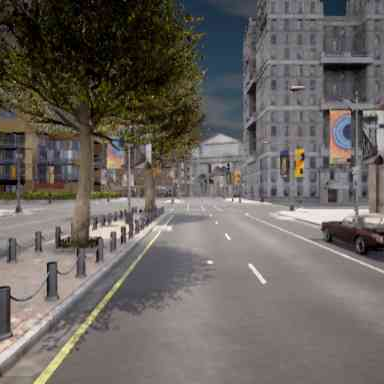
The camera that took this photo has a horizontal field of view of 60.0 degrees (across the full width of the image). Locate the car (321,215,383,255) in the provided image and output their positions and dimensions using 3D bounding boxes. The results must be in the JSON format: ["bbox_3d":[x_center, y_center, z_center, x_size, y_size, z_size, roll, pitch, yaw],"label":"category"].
[{"bbox_3d":[6.749,1.552,12.948,1.895,1.301,4.718,0,0,0],"label":"car"}]
